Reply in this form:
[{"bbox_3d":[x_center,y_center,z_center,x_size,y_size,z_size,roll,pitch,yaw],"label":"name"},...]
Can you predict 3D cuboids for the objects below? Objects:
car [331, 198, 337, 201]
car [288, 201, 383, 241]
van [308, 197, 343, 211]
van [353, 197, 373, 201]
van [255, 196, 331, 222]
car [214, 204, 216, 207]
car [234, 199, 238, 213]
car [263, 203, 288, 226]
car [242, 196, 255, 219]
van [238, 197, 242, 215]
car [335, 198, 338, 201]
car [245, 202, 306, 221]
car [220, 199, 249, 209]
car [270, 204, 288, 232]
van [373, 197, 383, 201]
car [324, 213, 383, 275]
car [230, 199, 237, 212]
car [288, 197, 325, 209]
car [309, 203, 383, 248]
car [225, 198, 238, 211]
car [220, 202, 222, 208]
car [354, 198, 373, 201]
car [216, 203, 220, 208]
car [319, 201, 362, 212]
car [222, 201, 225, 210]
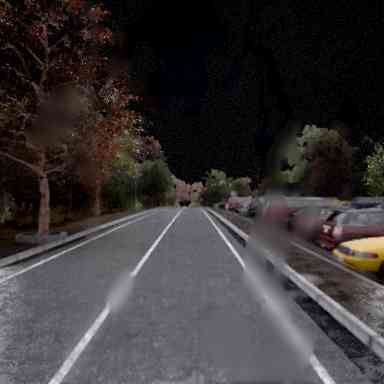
[{"bbox_3d":[20.183,1.880,42.436,5.008,1.535,2.097,0,-1,0],"label":"car"},{"bbox_3d":[7.018,1.421,14.912,4.553,1.767,2.185,0,0,0],"label":"car"},{"bbox_3d":[20.323,1.814,50.749,4.442,1.987,1.878,0,-1,0],"label":"van"},{"bbox_3d":[20.294,1.548,36.900,4.442,1.987,1.878,0,-1,0],"label":"van"},{"bbox_3d":[6.951,1.347,23.241,4.442,1.987,1.878,0,0,0],"label":"van"},{"bbox_3d":[6.971,2.357,64.840,5.366,1.575,1.946,0,-1,0],"label":"car"},{"bbox_3d":[7.094,1.766,34.323,4.674,1.452,2.002,0,-1,0],"label":"car"},{"bbox_3d":[7.064,1.604,20.464,4.674,1.452,2.002,0,0,0],"label":"car"},{"bbox_3d":[7.102,1.330,26.017,5.566,2.045,2.435,0,0,0],"label":"car"},{"bbox_3d":[6.969,1.447,31.552,4.442,1.987,1.878,0,-1,0],"label":"van"},{"bbox_3d":[20.177,1.828,39.666,4.892,1.521,2.231,0,-1,0],"label":"car"},{"bbox_3d":[7.108,1.649,28.766,4.792,1.488,2.163,0,-1,0],"label":"car"},{"bbox_3d":[7.170,2.029,56.527,4.553,1.767,2.185,0,-1,0],"label":"car"},{"bbox_3d":[7.050,1.555,17.688,5.008,1.535,2.097,0,0,0],"label":"car"},{"bbox_3d":[20.048,1.442,31.362,4.442,1.987,1.878,0,-1,0],"label":"van"},{"bbox_3d":[6.852,1.527,9.359,5.366,1.575,1.946,0,0,0],"label":"car"},{"bbox_3d":[7.067,1.809,37.100,4.792,1.488,2.163,0,-1,0],"label":"car"},{"bbox_3d":[20.252,1.955,59.056,5.566,2.045,2.435,0,-1,0],"label":"car"},{"bbox_3d":[7.012,1.413,12.136,4.553,1.767,2.185,0,0,0],"label":"car"},{"bbox_3d":[7.115,1.885,42.651,5.008,1.535,2.097,0,-1,0],"label":"car"},{"bbox_3d":[7.157,2.075,50.977,4.792,1.488,2.163,0,-1,0],"label":"car"},{"bbox_3d":[19.986,1.718,34.126,5.366,1.575,1.946,0,-1,0],"label":"car"},{"bbox_3d":[7.105,1.847,53.758,5.566,2.045,2.435,0,-1,0],"label":"car"},{"bbox_3d":[20.190,1.935,45.331,5.008,1.535,2.097,0,-1,0],"label":"car"},{"bbox_3d":[7.124,2.032,48.201,4.674,1.452,2.002,0,-1,0],"label":"car"}]
